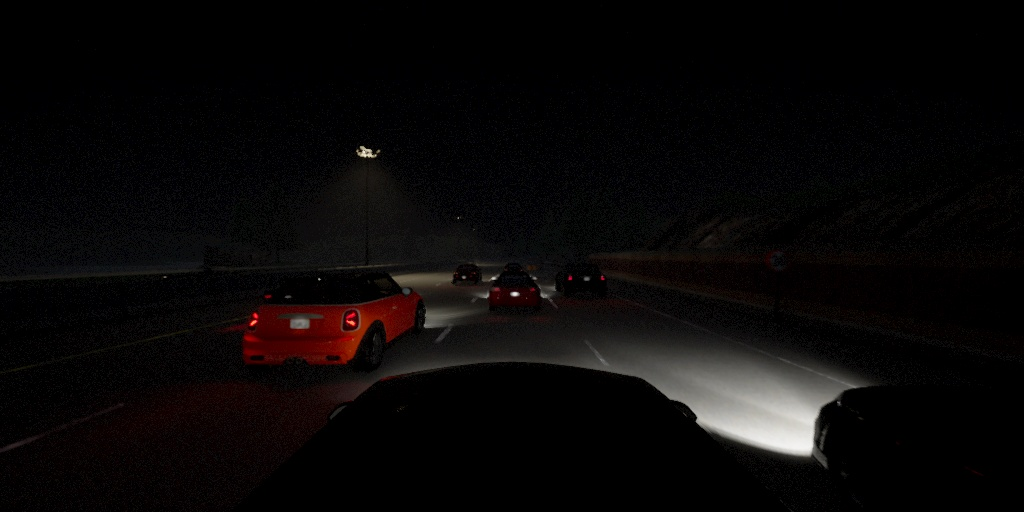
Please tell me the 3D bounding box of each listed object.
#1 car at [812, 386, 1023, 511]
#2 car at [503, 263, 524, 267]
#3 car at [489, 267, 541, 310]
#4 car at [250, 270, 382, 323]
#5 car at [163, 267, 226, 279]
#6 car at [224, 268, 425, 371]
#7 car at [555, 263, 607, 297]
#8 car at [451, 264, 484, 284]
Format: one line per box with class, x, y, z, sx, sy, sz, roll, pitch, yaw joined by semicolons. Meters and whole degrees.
car;3.616;1.315;1.382;1.994;1.385;4.181;0;0;0
car;0.113;1.339;33.328;1.812;1.442;4.674;0;0;0
car;0.106;1.341;14.904;1.994;1.385;4.181;0;0;0
car;-6.897;1.320;13.507;2.033;1.411;5.357;0;0;0
car;-20.994;1.391;24.575;1.895;1.301;4.718;0;0;0
car;-3.393;1.113;7.857;2.097;1.767;4.553;0;0;0
car;3.606;1.137;19.399;2.097;1.767;4.553;0;0;0
car;-3.389;1.327;27.649;1.812;1.442;4.674;0;0;0
